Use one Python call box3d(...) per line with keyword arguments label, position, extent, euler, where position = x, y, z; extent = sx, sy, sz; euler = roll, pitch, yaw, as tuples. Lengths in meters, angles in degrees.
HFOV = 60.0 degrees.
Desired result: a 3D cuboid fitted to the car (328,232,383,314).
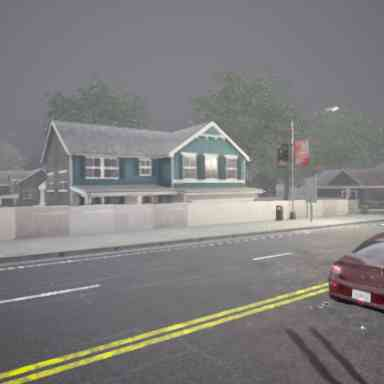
box3d(label="car", position=(4.627, 1.512, 6.744), extent=(4.674, 1.442, 1.812), euler=(0, 0, -35))
